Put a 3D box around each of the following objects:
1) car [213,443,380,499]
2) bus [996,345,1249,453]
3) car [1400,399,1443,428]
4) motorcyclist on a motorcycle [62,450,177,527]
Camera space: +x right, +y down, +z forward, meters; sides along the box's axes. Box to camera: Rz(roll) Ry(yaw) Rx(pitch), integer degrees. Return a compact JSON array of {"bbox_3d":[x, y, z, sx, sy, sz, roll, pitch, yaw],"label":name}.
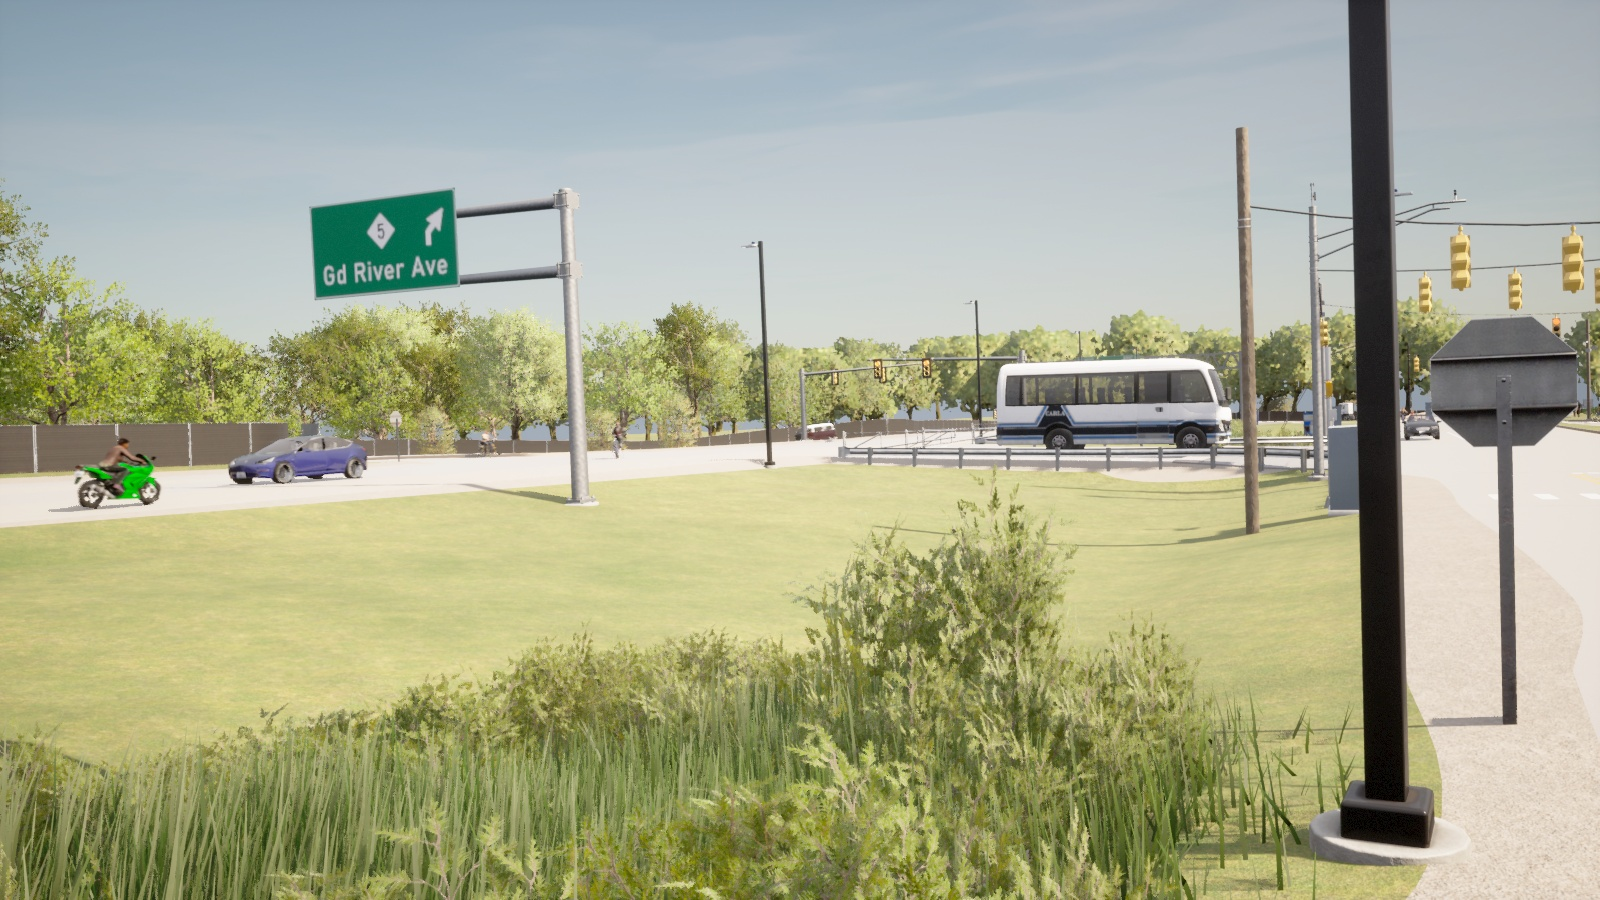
[{"bbox_3d":[-16.255,0.645,40.836,2.163,1.488,4.792,-3,1,24],"label":"car"},{"bbox_3d":[14.373,-2.192,56.014,10.273,4.253,3.944,-2,2,24],"label":"bus"},{"bbox_3d":[37.251,-2.227,75.379,2.128,1.511,4.902,-3,2,25],"label":"car"},{"bbox_3d":[-14.719,0.811,27.232,0.797,1.523,2.044,-3,1,24],"label":"motorcyclist on a motorcycle"}]
